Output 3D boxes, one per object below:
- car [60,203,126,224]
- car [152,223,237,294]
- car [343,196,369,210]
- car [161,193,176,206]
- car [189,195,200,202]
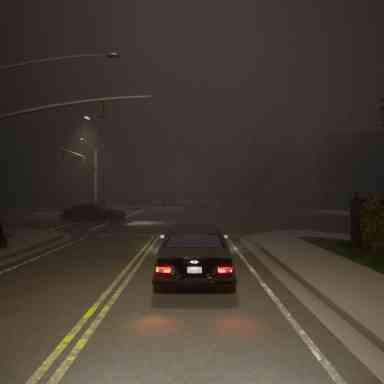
[{"bbox_3d":[-7.208,1.560,24.350,4.674,1.442,1.812,-1,0,-1],"label":"car"},{"bbox_3d":[0.054,1.547,8.913,2.033,1.411,5.357,0,0,0],"label":"car"},{"bbox_3d":[20.133,1.306,38.833,4.553,1.767,2.097,0,0,-1],"label":"car"},{"bbox_3d":[-3.713,1.221,53.947,2.150,2.045,5.566,0,0,0],"label":"car"},{"bbox_3d":[0.564,1.524,78.927,1.812,1.442,4.674,0,0,12],"label":"car"}]
